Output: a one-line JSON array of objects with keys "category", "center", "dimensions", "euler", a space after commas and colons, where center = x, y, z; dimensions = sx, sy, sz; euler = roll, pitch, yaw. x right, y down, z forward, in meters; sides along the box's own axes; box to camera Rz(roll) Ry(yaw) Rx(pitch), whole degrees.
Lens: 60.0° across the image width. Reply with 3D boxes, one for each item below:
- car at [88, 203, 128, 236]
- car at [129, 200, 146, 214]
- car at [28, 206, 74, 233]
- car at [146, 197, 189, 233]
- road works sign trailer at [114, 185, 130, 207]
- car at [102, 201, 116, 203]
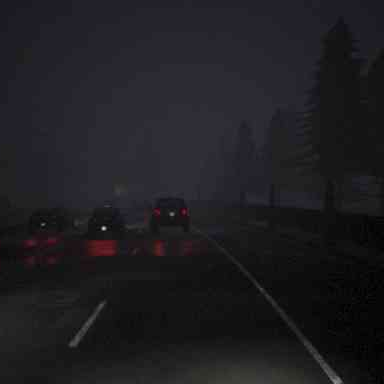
[{"category": "car", "center": [-4.869, 1.619, 19.401], "dimensions": [1.837, 1.490, 4.892], "euler": [0, 0, -9]}, {"category": "car", "center": [-6.163, 1.706, 38.885], "dimensions": [1.882, 1.535, 5.008], "euler": [0, 0, -19]}, {"category": "car", "center": [-8.644, 1.613, 20.757], "dimensions": [2.128, 1.511, 4.902], "euler": [0, 0, -10]}, {"category": "car", "center": [-1.533, 1.344, 20.899], "dimensions": [2.150, 2.045, 5.566], "euler": [0, 0, -9]}, {"category": "road works sign trailer", "center": [-10.591, 0.759, 50.196], "dimensions": [2.380, 3.560, 2.880], "euler": [0, 0, -28]}, {"category": "car", "center": [-9.320, 1.711, 37.307], "dimensions": [2.128, 1.511, 4.902], "euler": [0, 0, -19]}]
